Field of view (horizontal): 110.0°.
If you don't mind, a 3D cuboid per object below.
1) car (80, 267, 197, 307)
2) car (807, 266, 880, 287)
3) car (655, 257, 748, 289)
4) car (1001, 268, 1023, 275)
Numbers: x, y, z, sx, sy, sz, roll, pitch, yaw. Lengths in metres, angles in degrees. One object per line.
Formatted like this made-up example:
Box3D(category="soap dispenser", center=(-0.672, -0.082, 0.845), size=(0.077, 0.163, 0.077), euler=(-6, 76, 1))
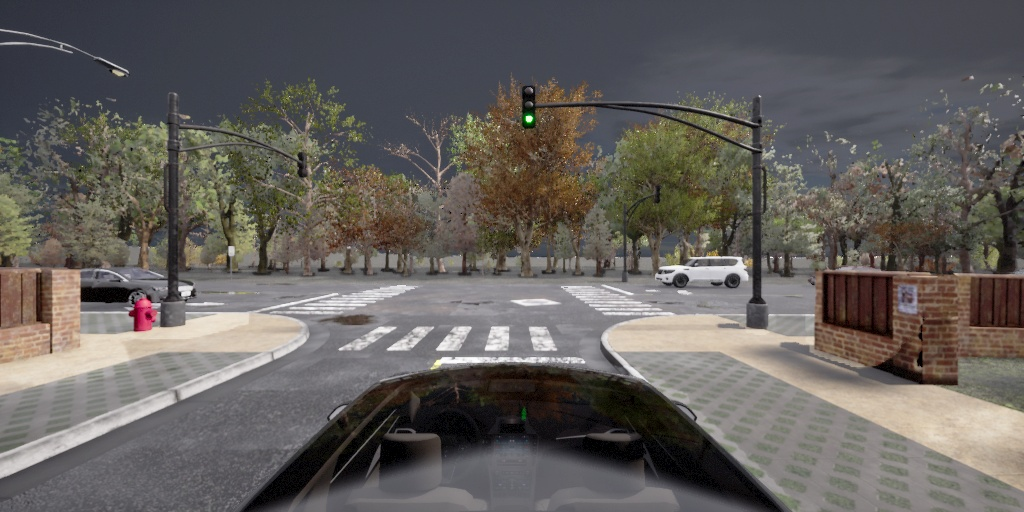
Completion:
Box3D(category="car", center=(-15.115, 1.195, 13.932), size=(4.902, 1.511, 2.128), euler=(0, 0, 0))
Box3D(category="car", center=(22.488, 1.387, 23.916), size=(4.674, 1.442, 1.812), euler=(0, 0, 0))
Box3D(category="car", center=(12.565, 1.050, 23.881), size=(5.566, 2.045, 2.150), euler=(0, 0, 2))
Box3D(category="car", center=(35.619, 1.408, 23.913), size=(4.892, 1.490, 1.837), euler=(0, 0, 0))
